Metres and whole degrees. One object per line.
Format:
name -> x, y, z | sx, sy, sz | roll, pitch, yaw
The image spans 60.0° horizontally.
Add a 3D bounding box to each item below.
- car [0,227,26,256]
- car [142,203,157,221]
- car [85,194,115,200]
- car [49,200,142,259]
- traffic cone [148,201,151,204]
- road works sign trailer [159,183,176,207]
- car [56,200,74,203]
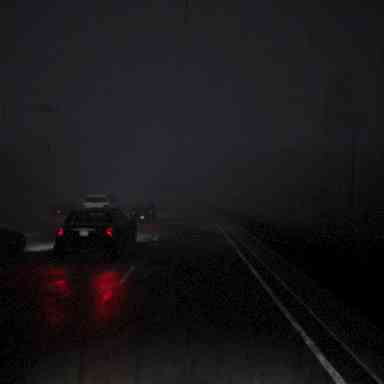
car -> -6.949, 1.517, 10.109 | 1.812, 1.442, 4.674 | 0, 0, 0
car -> -3.817, 1.576, 26.785 | 1.895, 1.301, 4.718 | 0, 0, -3
car -> -7.339, 1.199, 27.127 | 2.150, 2.045, 5.566 | 0, 0, -4
car -> -3.434, 1.340, 12.737 | 2.097, 1.767, 4.553 | 0, 0, 0
traffic cone -> -7.124, 1.903, 56.467 | 0.340, 0.580, 0.340 | 0, 0, -16
road works sign trailer -> -3.784, 0.418, 50.137 | 2.380, 3.560, 2.880 | 0, 0, -16
car -> -11.064, 1.451, 29.646 | 1.882, 1.535, 5.008 | 0, 0, -5
